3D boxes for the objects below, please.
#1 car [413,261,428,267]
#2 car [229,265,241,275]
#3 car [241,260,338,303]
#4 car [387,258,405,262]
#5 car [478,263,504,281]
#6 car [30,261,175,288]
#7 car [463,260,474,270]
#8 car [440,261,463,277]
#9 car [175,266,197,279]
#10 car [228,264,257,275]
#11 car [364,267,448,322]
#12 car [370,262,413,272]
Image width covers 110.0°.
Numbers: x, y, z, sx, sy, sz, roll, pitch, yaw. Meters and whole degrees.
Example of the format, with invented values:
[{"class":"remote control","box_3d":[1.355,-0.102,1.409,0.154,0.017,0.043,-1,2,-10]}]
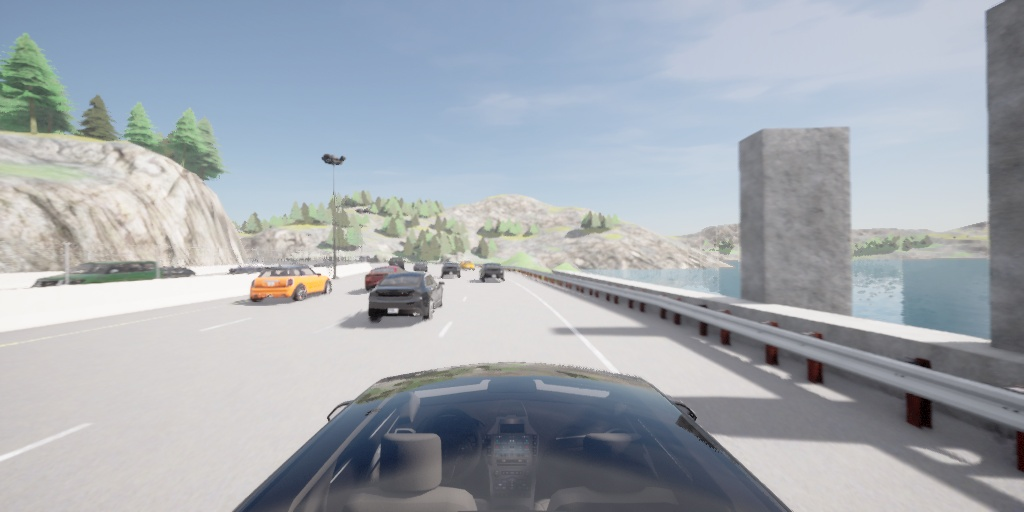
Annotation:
[{"class":"car","box_3d":[-12.495,1.480,48.893,2.128,1.511,4.902,0,0,-15]},{"class":"car","box_3d":[-28.586,1.746,39.522,1.994,1.385,4.181,-1,0,-12]},{"class":"car","box_3d":[-10.985,1.271,18.170,2.097,1.767,4.553,-1,0,-5]},{"class":"car","box_3d":[-16.489,1.266,51.036,2.150,2.045,5.566,0,0,-16]},{"class":"car","box_3d":[-1.812,1.326,30.701,1.837,1.490,4.892,0,0,-9]},{"class":"car","box_3d":[-21.916,1.285,19.415,2.150,2.045,5.566,-1,0,-5]},{"class":"car","box_3d":[-7.294,1.411,56.475,1.882,1.535,5.008,0,0,-17]},{"class":"car","box_3d":[-6.329,1.394,36.888,1.837,1.490,4.892,0,0,-11]},{"class":"car","box_3d":[-30.701,1.704,32.197,1.837,1.490,4.892,-1,0,-10]},{"class":"car","box_3d":[-38.989,1.938,51.950,1.895,1.301,4.718,-1,0,-17]},{"class":"car","box_3d":[-3.563,1.319,12.679,1.837,1.490,4.892,0,0,-4]},{"class":"car","box_3d":[-7.848,1.364,22.789,1.882,1.535,5.008,0,0,-7]}]
